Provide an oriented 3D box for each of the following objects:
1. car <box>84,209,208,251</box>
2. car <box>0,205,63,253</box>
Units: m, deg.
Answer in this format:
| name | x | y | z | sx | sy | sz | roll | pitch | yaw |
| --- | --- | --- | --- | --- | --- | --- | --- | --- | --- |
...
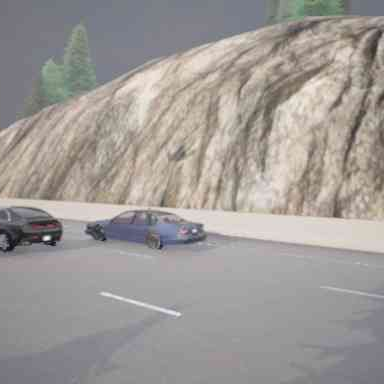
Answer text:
| name | x | y | z | sx | sy | sz | roll | pitch | yaw |
| --- | --- | --- | --- | --- | --- | --- | --- | --- | --- |
| car | -1.993 | 1.420 | 13.597 | 5.357 | 1.411 | 2.033 | 1 | 0 | 34 |
| car | -6.968 | 1.274 | 12.709 | 4.892 | 1.490 | 1.837 | 2 | 0 | 34 |
